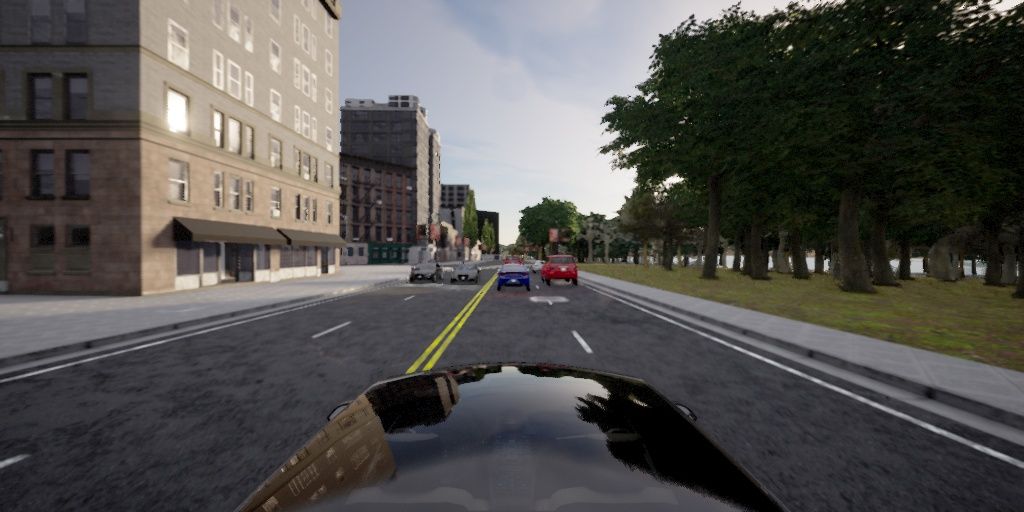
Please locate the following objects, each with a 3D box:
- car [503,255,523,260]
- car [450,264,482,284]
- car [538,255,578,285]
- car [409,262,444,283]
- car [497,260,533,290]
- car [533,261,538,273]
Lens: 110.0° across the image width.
[{"bbox_3d":[0.098,0.951,41.788,2.150,2.045,5.566,0,0,0],"label":"car"},{"bbox_3d":[-3.348,1.305,26.578,1.994,1.385,4.181,0,0,0],"label":"car"},{"bbox_3d":[3.347,0.962,25.962,2.150,2.045,5.566,0,0,0],"label":"car"},{"bbox_3d":[-6.597,1.245,28.020,1.837,1.490,4.892,0,0,0],"label":"car"},{"bbox_3d":[0.093,1.221,22.459,1.882,1.535,5.008,0,0,0],"label":"car"},{"bbox_3d":[3.347,1.256,42.786,1.812,1.442,4.674,0,0,0],"label":"car"}]
